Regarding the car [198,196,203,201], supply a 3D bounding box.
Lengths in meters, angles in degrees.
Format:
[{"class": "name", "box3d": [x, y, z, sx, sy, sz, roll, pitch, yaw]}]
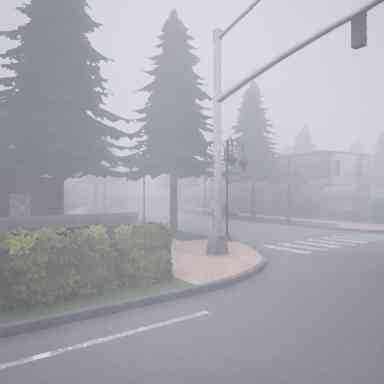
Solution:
[{"class": "car", "box3d": [3.642, 1.745, 90.018, 1.895, 1.301, 4.718, 0, 0, 36]}]
